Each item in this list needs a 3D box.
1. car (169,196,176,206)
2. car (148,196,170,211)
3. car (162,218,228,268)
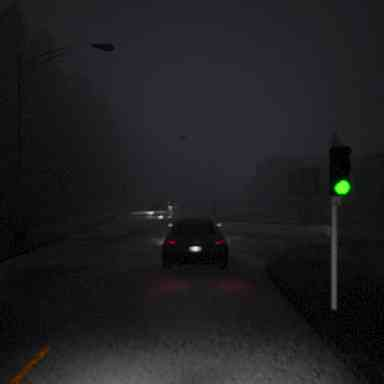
[{"bbox_3d":[-4.067,1.461,52.515,1.837,1.490,4.892,0,0,0],"label":"car"},{"bbox_3d":[-4.086,1.529,40.162,1.994,1.385,4.181,0,0,0],"label":"car"},{"bbox_3d":[0.096,1.555,11.308,1.994,1.385,4.181,0,0,0],"label":"car"}]
